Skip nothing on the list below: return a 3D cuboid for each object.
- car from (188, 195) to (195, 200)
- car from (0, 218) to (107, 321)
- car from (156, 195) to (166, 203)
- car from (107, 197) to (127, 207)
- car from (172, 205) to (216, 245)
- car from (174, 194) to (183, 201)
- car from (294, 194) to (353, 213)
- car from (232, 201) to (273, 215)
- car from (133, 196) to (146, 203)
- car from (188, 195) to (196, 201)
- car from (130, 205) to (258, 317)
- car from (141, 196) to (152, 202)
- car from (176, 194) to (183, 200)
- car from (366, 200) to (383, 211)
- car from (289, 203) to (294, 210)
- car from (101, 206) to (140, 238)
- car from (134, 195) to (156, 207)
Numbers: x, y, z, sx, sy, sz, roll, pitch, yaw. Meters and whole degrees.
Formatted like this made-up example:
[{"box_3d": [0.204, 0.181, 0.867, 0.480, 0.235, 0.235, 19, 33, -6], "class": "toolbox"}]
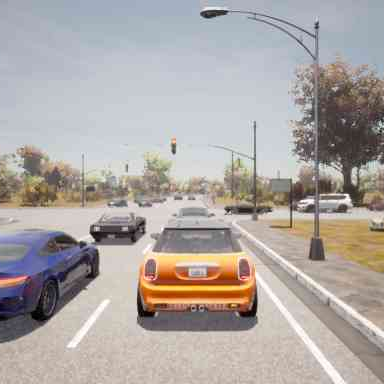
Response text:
[{"box_3d": [-0.073, 1.595, 94.768, 1.895, 1.301, 4.718, 0, 0, 1], "class": "car"}, {"box_3d": [-3.409, 1.526, 7.161, 1.812, 1.442, 4.674, 0, 0, 0], "class": "car"}, {"box_3d": [-7.093, 1.350, 68.688, 2.097, 1.767, 4.553, 0, 0, 0], "class": "car"}, {"box_3d": [-11.031, 1.491, 49.398, 2.128, 1.511, 4.902, 0, 0, 6], "class": "car"}, {"box_3d": [0.079, 1.505, 16.587, 1.837, 1.490, 4.892, 0, 0, 0], "class": "car"}, {"box_3d": [-3.599, 1.492, 84.597, 1.837, 1.490, 4.892, 0, 0, 0], "class": "car"}, {"box_3d": [14.422, 1.221, 36.103, 5.566, 2.045, 2.150, 0, 0, 3], "class": "car"}, {"box_3d": [5.656, 1.601, 33.046, 4.718, 1.301, 1.895, 0, 0, 11], "class": "car"}, {"box_3d": [-10.589, 1.506, 67.763, 1.837, 1.490, 4.892, 0, 0, 0], "class": "car"}, {"box_3d": [-0.099, 1.552, 84.730, 1.994, 1.385, 4.181, 0, 0, 0], "class": "car"}, {"box_3d": [0.091, 1.352, 7.629, 2.097, 1.767, 4.553, 0, 0, 0], "class": "car"}, {"box_3d": [-10.595, 1.552, 77.814, 1.994, 1.385, 4.181, 0, 0, 0], "class": "car"}, {"box_3d": [-3.571, 1.374, 95.005, 1.812, 1.442, 4.674, 0, 0, 1], "class": "car"}, {"box_3d": [22.927, 1.555, 39.159, 4.181, 1.385, 1.994, 0, 0, 3], "class": "car"}, {"box_3d": [14.037, 1.504, 39.631, 4.892, 1.490, 1.837, 0, 0, 3], "class": "car"}, {"box_3d": [-3.420, 1.601, 16.319, 1.895, 1.301, 4.718, 0, 0, 0], "class": "car"}, {"box_3d": [-7.033, 1.491, 50.149, 2.128, 1.511, 4.902, 0, 0, -2], "class": "car"}]
